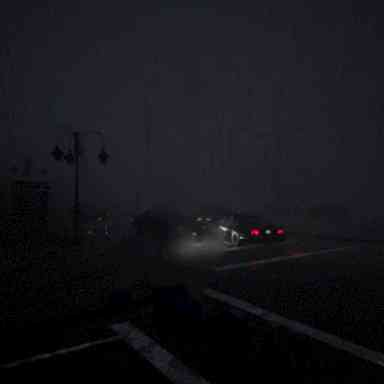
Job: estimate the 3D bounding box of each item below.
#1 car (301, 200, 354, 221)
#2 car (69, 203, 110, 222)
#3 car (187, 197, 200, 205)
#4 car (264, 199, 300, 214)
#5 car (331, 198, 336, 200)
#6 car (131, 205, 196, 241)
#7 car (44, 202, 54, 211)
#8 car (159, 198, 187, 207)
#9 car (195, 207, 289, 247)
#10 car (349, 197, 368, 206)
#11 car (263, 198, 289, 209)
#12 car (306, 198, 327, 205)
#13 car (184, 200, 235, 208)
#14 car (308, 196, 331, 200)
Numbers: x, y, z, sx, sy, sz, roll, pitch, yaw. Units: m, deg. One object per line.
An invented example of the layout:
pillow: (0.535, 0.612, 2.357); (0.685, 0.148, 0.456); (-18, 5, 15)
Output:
car: (11.868, 1.688, 29.376); (1.845, 1.501, 3.633); (1, 0, -36)
car: (-8.661, 1.662, 27.753); (2.033, 1.411, 5.357); (1, 0, -36)
car: (-0.725, 1.680, 52.434); (2.152, 1.636, 5.027); (1, 0, -36)
car: (9.988, 1.732, 37.148); (1.970, 1.475, 3.806); (1, 0, -36)
car: (30.205, 1.849, 73.791); (1.905, 1.878, 3.866); (1, 0, -36)
car: (-1.427, 1.665, 17.934); (2.033, 1.411, 5.357); (1, 0, -36)
car: (-19.198, 1.683, 42.399); (2.033, 1.411, 5.357); (1, 0, -36)
car: (-3.249, 1.654, 50.571); (2.007, 1.523, 4.514); (1, 0, -36)
car: (2.225, 1.686, 15.915); (2.033, 1.411, 5.357); (1, 0, -21)
car: (32.095, 1.832, 65.476); (1.932, 1.855, 4.605); (1, 0, -36)
car: (13.375, 1.802, 53.060); (1.845, 1.501, 3.633); (1, 0, -36)
car: (27.140, 2.096, 72.357); (1.970, 1.475, 3.806); (1, 0, -36)
car: (1.698, 1.664, 23.051); (2.033, 1.411, 5.357); (0, 3, 29)
car: (21.537, 1.893, 58.825); (2.007, 1.523, 4.514); (1, 0, -36)
